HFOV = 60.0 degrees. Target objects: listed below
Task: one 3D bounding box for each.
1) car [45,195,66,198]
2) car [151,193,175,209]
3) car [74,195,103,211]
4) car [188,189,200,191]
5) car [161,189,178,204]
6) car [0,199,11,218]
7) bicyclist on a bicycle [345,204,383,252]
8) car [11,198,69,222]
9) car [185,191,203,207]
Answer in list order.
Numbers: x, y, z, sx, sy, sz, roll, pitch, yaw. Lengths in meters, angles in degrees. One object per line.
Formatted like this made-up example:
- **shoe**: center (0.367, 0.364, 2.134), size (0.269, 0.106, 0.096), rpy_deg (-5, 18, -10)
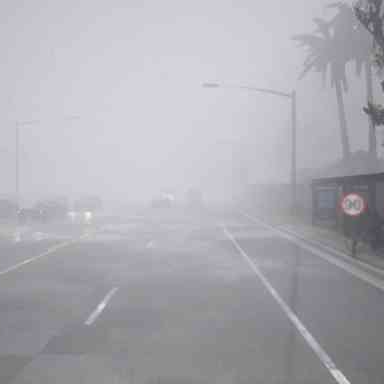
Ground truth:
- **car**: center (-13.937, 1.081, 33.501), size (1.837, 1.490, 4.892), rpy_deg (0, 1, 0)
- **car**: center (-3.267, 1.129, 36.432), size (1.895, 1.301, 4.718), rpy_deg (0, 1, 0)
- **car**: center (-10.433, 1.077, 33.810), size (1.837, 1.490, 4.892), rpy_deg (0, 1, 1)
- **car**: center (0.287, 0.503, 50.218), size (2.150, 2.045, 5.566), rpy_deg (0, 1, 0)
- **car**: center (-3.226, 0.564, 46.752), size (2.150, 2.045, 5.566), rpy_deg (0, 1, 0)
- **car**: center (-14.006, 1.227, 23.215), size (1.882, 1.535, 5.008), rpy_deg (0, 1, 0)
- **bicyclist on a bicycle**: center (5.926, 1.212, 11.095), size (1.656, 1.620, 0.582), rpy_deg (0, 0, 0)
- **car**: center (-10.508, 1.344, 23.710), size (1.895, 1.301, 4.718), rpy_deg (0, 1, 0)
- **car**: center (0.255, 0.986, 40.265), size (1.812, 1.442, 4.674), rpy_deg (0, 1, 1)
